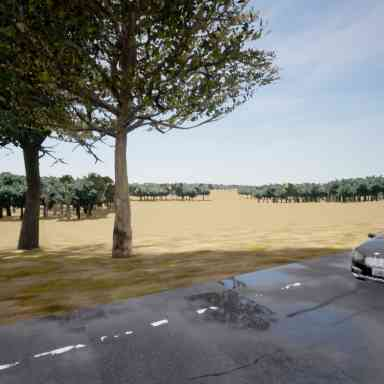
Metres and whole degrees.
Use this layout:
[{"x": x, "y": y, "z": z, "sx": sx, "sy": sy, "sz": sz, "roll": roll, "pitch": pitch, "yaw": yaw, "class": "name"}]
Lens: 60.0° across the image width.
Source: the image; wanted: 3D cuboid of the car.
[{"x": 6.070, "y": 1.514, "z": 8.839, "sx": 4.902, "sy": 1.511, "sz": 2.128, "roll": 0, "pitch": 0, "yaw": -39, "class": "car"}]
